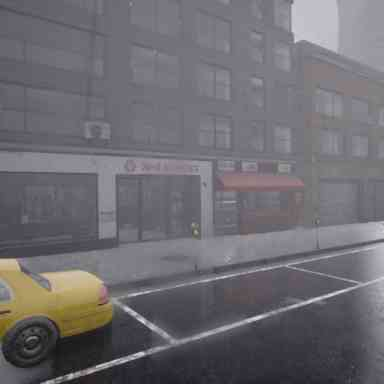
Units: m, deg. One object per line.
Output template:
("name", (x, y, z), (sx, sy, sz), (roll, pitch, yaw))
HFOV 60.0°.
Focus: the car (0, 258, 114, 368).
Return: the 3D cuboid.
("car", (-3.474, 1.525, 4.184), (4.829, 1.417, 1.752), (0, -1, -35))
